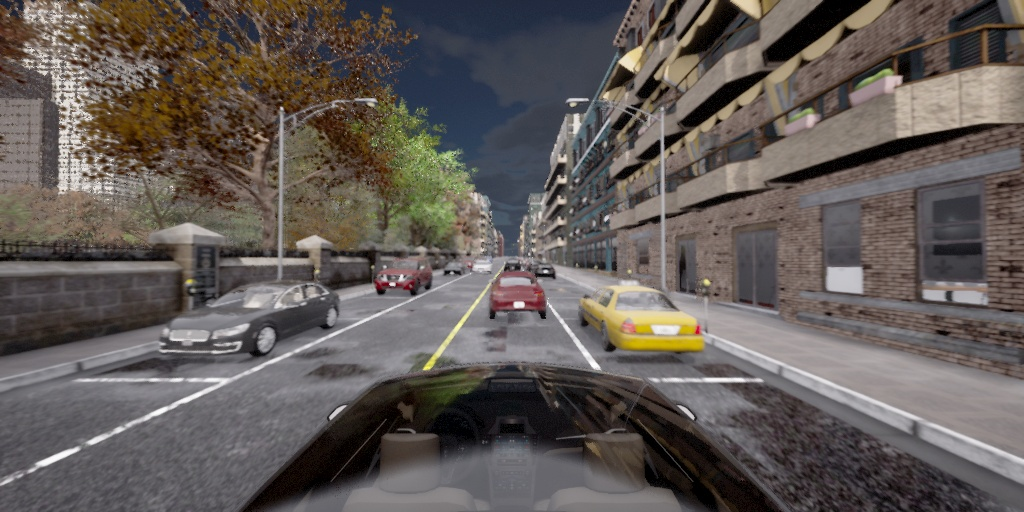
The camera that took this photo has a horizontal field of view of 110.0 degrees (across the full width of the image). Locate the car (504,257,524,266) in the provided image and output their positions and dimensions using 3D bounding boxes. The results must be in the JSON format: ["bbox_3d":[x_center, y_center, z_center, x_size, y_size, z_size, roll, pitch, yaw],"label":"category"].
[{"bbox_3d":[0.109,1.128,42.290,1.882,1.535,5.008,0,0,0],"label":"car"}]

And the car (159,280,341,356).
[{"bbox_3d":[-5.688,1.284,8.459,2.007,1.370,4.403,0,0,0],"label":"car"}]

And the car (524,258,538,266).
[{"bbox_3d":[2.700,1.218,41.598,1.948,1.339,4.313,0,0,0],"label":"car"}]

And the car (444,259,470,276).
[{"bbox_3d":[-5.682,1.232,36.076,1.948,1.339,4.313,0,0,0],"label":"car"}]

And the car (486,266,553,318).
[{"bbox_3d":[0.143,1.249,12.701,1.812,1.442,4.674,0,0,-2],"label":"car"}]

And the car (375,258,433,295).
[{"bbox_3d":[-5.685,1.021,19.506,2.192,1.841,5.009,0,0,0],"label":"car"}]

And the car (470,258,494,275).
[{"bbox_3d":[-3.049,1.188,37.677,1.812,1.442,4.674,0,0,0],"label":"car"}]

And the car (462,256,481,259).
[{"bbox_3d":[-5.680,0.954,47.123,2.192,1.841,5.009,0,0,0],"label":"car"}]

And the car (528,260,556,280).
[{"bbox_3d":[2.697,1.245,30.550,1.948,1.339,4.313,0,0,0],"label":"car"}]

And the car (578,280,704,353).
[{"bbox_3d":[2.693,1.259,8.626,1.751,1.417,4.829,0,0,0],"label":"car"}]

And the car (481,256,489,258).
[{"bbox_3d":[-5.676,1.144,63.693,1.888,1.381,4.507,0,0,0],"label":"car"}]
